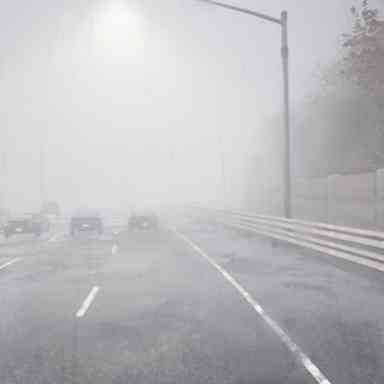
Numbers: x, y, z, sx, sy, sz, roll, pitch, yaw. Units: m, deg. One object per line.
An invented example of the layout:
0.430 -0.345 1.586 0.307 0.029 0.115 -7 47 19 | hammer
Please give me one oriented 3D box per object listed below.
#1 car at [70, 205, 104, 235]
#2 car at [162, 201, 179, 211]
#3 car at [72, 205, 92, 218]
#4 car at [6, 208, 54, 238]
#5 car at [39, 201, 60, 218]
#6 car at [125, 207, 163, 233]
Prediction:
-6.957 1.902 22.256 1.882 1.535 5.008 -1 -1 -14 | car
-3.427 2.328 55.786 1.882 1.535 5.008 -2 -1 17 | car
-13.334 2.300 40.100 1.812 1.442 4.674 0 -1 -24 | car
-10.169 1.977 20.799 1.812 1.442 4.674 -1 -1 -13 | car
-17.140 2.052 40.076 2.150 2.045 5.566 0 -1 -25 | car
-3.469 1.856 22.733 1.882 1.535 5.008 -1 -1 -14 | car
